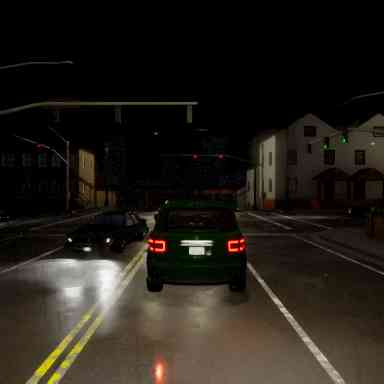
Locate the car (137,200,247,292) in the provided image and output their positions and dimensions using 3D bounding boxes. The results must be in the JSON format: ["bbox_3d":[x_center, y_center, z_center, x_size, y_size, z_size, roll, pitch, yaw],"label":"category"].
[{"bbox_3d":[0.090,1.221,9.059,2.150,2.045,5.566,0,0,0],"label":"car"}]

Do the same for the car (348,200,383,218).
[{"bbox_3d":[16.563,1.491,29.786,4.902,1.511,2.128,0,0,-1],"label":"car"}]

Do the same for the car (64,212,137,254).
[{"bbox_3d":[-3.231,1.547,13.872,2.033,1.411,5.357,0,0,7],"label":"car"}]

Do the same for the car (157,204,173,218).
[{"bbox_3d":[-3.593,2.597,45.329,1.812,1.442,4.674,0,-9,0],"label":"car"}]

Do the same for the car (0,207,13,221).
[{"bbox_3d":[-16.379,1.549,25.585,4.553,1.767,2.097,-5,0,-1],"label":"car"}]
